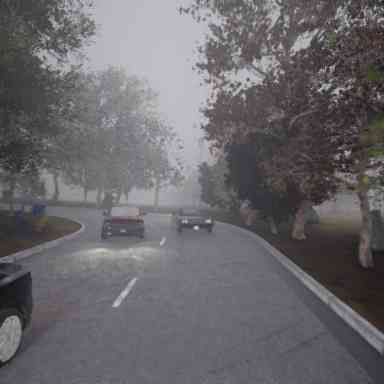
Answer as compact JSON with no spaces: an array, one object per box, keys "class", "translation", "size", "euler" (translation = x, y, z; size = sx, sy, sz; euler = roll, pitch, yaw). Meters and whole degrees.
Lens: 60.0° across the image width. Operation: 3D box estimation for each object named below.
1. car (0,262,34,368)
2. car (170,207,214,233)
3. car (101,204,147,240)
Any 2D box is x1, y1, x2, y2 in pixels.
[{"class":"car","translation":[-3.321,1.448,2.882],"size":[1.882,1.535,5.008],"euler":[0,0,2]},{"class":"car","translation":[-0.143,1.516,19.193],"size":[1.895,1.301,4.718],"euler":[1,0,-10]},{"class":"car","translation":[-3.352,1.370,16.666],"size":[1.882,1.535,5.008],"euler":[1,0,-10]}]
